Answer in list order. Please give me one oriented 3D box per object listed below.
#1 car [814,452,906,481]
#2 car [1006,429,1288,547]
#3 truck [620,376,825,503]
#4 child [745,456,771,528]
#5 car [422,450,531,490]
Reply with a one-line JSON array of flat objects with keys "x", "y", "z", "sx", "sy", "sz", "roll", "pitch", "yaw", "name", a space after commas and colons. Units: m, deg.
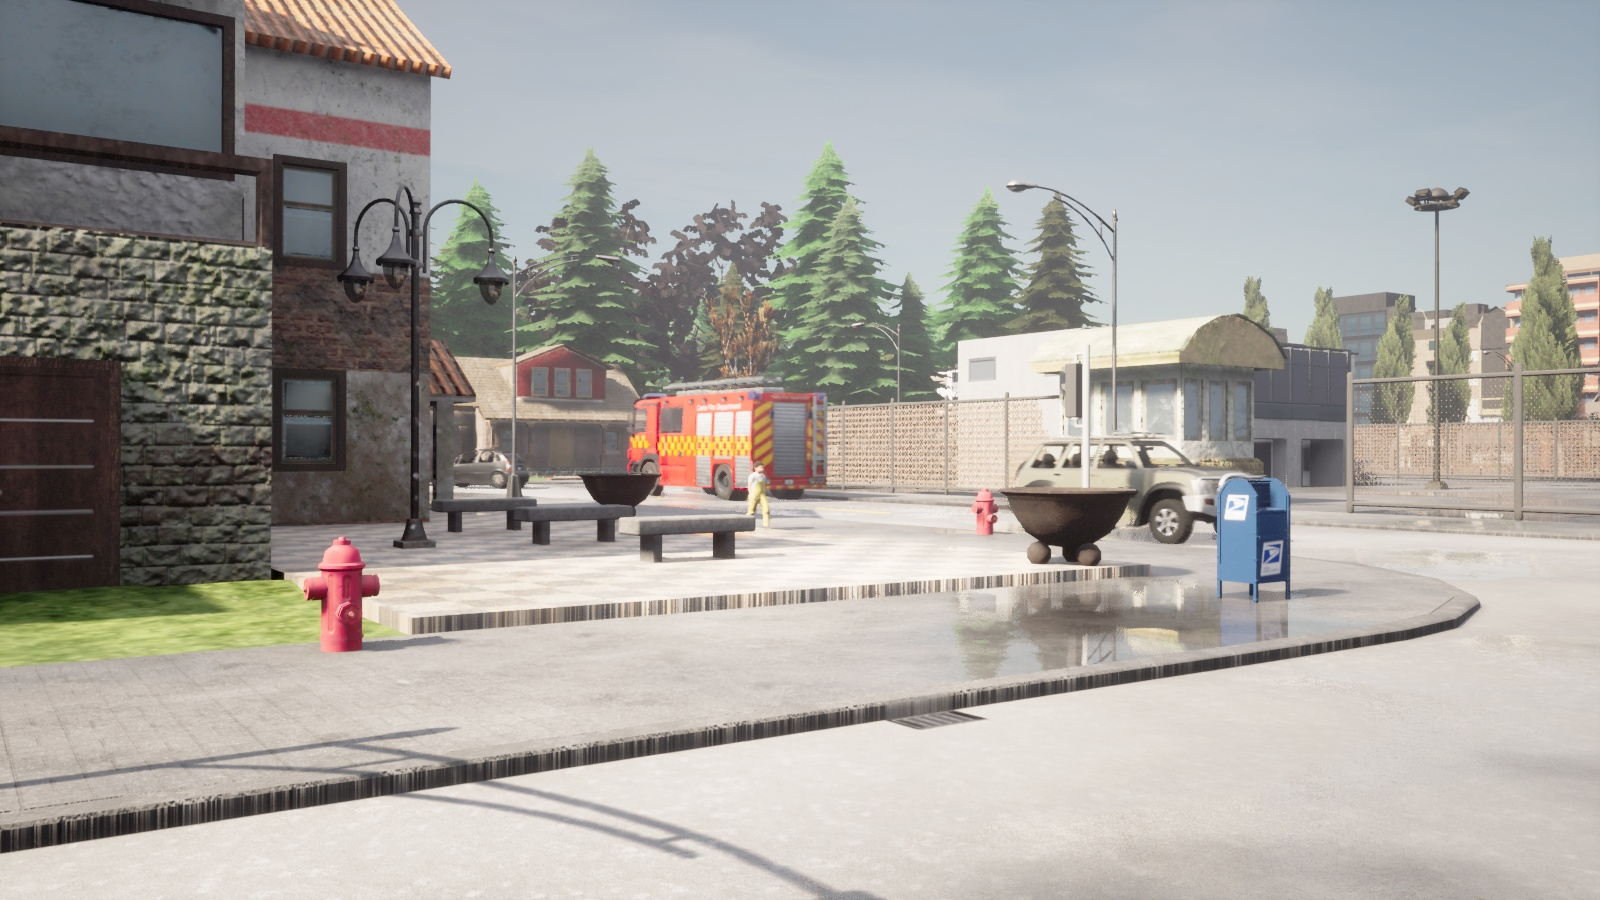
[{"x": 3.182, "y": 0.847, "z": 66.232, "sx": 4.514, "sy": 1.525, "sz": 2.007, "roll": 0, "pitch": 0, "yaw": -35, "name": "car"}, {"x": 5.950, "y": 0.603, "z": 22.078, "sx": 1.932, "sy": 1.855, "sz": 4.605, "roll": 0, "pitch": 0, "yaw": -34, "name": "car"}, {"x": -2.805, "y": -0.311, "z": 41.942, "sx": 2.891, "sy": 3.827, "sz": 8.468, "roll": 0, "pitch": 0, "yaw": -34, "name": "truck"}, {"x": -0.748, "y": 0.738, "z": 22.318, "sx": 0.270, "sy": 1.263, "sz": 0.437, "roll": 0, "pitch": 0, "yaw": -34, "name": "child"}, {"x": -13.364, "y": 0.798, "z": 51.942, "sx": 3.988, "sy": 1.617, "sz": 1.851, "roll": 0, "pitch": 0, "yaw": 17, "name": "car"}]
